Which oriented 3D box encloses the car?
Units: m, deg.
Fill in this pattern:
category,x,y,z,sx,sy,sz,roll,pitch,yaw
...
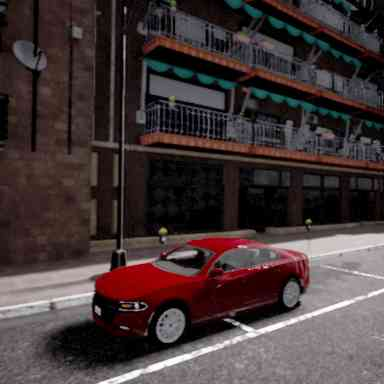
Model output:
category,x,y,z,sx,sy,sz,roll,pitch,yaw
car,0.401,1.587,6.383,4.507,1.381,1.887,1,0,-36
